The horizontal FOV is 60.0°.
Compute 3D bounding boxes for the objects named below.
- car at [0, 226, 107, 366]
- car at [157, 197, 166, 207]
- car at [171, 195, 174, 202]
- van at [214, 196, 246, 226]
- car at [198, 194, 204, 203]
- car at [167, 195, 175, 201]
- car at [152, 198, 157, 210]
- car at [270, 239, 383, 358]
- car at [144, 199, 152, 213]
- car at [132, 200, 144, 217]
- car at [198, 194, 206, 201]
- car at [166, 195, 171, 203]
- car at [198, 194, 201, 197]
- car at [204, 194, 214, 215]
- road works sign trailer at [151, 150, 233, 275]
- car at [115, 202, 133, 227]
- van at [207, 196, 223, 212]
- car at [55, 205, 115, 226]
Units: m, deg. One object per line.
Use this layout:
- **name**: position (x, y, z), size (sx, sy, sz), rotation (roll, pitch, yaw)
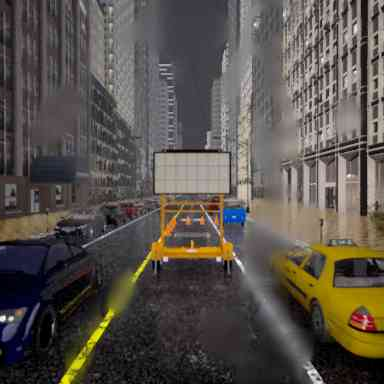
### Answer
- **car**: position (-2.998, 1.570, 5.867), size (1.994, 1.385, 4.181), rotation (0, 0, 0)
- **car**: position (-5.683, 1.605, 51.532), size (2.008, 1.369, 4.403), rotation (-1, 0, 0)
- **car**: position (-5.677, 1.659, 74.267), size (1.802, 1.307, 4.206), rotation (-1, 0, 0)
- **van**: position (2.688, 1.366, 23.112), size (1.690, 1.788, 3.998), rotation (-1, 0, 0)
- **car**: position (2.701, 1.617, 62.897), size (2.008, 1.369, 4.403), rotation (-1, 0, 0)
- **car**: position (-5.672, 1.619, 91.148), size (1.752, 1.417, 4.829), rotation (-1, 0, 0)
- **car**: position (-5.686, 1.624, 40.165), size (1.802, 1.307, 4.206), rotation (-1, 0, 0)
- **car**: position (2.685, 1.532, 6.231), size (1.752, 1.417, 4.829), rotation (-1, 0, 0)
- **car**: position (-5.688, 1.587, 34.481), size (2.008, 1.369, 4.403), rotation (-1, 0, 0)
- **car**: position (-5.689, 1.575, 28.798), size (1.887, 1.381, 4.507), rotation (-1, 0, 0)
- **car**: position (2.706, 1.409, 91.316), size (2.192, 1.841, 5.009), rotation (-1, 0, 0)
- **car**: position (-5.680, 1.616, 62.899), size (2.008, 1.369, 4.403), rotation (-1, 0, 0)
- **car**: position (2.704, 1.403, 85.632), size (2.192, 1.841, 5.009), rotation (-1, 0, 0)
- **car**: position (2.690, 1.352, 34.479), size (2.192, 1.841, 5.009), rotation (-1, 0, 0)
- **road works sign trailer**: position (0.004, 0.475, 10.462), size (2.380, 3.560, 2.880), rotation (0, 0, 0)
- **car**: position (-5.691, 1.590, 23.114), size (1.947, 1.339, 4.313), rotation (-1, 0, 0)
- **van**: position (2.692, 1.384, 40.163), size (1.690, 1.788, 3.998), rotation (-1, 0, 0)
- **car**: position (-5.693, 1.569, 17.430), size (2.008, 1.369, 4.403), rotation (-1, 0, 0)
